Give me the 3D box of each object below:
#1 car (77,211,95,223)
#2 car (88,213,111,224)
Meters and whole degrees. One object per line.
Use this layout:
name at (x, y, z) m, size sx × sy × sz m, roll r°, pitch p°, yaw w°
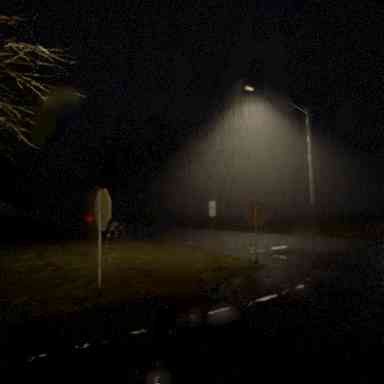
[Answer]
car at (-18.864, 4.480, 59.493) m, size 2.150 × 2.045 × 5.566 m, roll -1°, pitch -2°, yaw -34°
car at (-14.561, 4.511, 53.285) m, size 1.994 × 1.385 × 4.181 m, roll -1°, pitch -2°, yaw -33°
